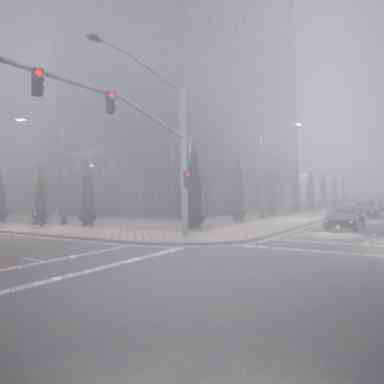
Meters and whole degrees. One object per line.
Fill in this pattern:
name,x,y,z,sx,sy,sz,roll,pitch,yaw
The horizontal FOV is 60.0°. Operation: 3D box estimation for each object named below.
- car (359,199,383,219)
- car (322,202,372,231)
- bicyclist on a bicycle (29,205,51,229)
car,15.288,1.489,29.058,1.837,1.490,4.892,-2,-1,35
car,9.761,1.573,21.046,2.033,1.411,5.357,-2,-1,35
bicyclist on a bicycle,-10.765,1.744,23.520,0.582,1.620,1.656,-2,0,35
